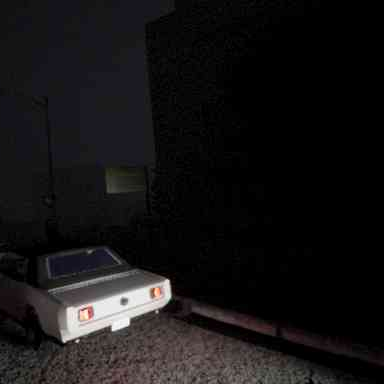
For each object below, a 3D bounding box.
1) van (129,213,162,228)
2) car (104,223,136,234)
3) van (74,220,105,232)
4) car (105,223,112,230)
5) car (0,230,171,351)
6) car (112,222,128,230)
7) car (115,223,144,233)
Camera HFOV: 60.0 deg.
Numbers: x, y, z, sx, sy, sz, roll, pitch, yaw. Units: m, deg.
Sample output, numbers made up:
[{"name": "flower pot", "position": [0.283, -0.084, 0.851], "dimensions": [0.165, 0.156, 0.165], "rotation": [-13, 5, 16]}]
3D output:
[{"name": "van", "position": [-5.751, 3.816, 43.886], "dimensions": [4.442, 1.987, 1.878], "rotation": [-7, -7, 23]}, {"name": "car", "position": [-12.798, 6.413, 58.867], "dimensions": [5.366, 1.575, 1.946], "rotation": [-7, -8, 23]}, {"name": "van", "position": [-16.185, 5.448, 51.145], "dimensions": [4.442, 1.987, 1.878], "rotation": [-7, -7, 23]}, {"name": "car", "position": [-13.791, 6.004, 56.142], "dimensions": [4.553, 1.767, 2.185], "rotation": [-7, -8, 23]}, {"name": "car", "position": [-2.656, 1.607, 6.313], "dimensions": [4.718, 1.301, 1.895], "rotation": [0, 1, 43]}, {"name": "car", "position": [-10.177, 5.601, 53.047], "dimensions": [1.895, 1.301, 4.718], "rotation": [-7, -8, 23]}, {"name": "car", "position": [-11.470, 6.671, 61.318], "dimensions": [4.792, 1.488, 2.163], "rotation": [-7, -8, 23]}]
